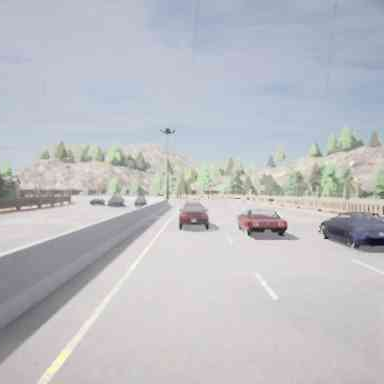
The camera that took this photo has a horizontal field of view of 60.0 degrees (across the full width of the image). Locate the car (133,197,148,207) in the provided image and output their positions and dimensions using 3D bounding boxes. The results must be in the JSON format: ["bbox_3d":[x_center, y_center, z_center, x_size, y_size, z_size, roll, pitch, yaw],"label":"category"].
[{"bbox_3d":[-7.626,1.467,49.789,1.812,1.442,4.674,0,0,-5],"label":"car"}]

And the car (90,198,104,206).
[{"bbox_3d":[-14.946,1.550,52.730,1.895,1.301,4.718,0,0,-7],"label":"car"}]

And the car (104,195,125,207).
[{"bbox_3d":[-11.086,1.293,48.934,2.097,1.767,4.553,0,0,-5],"label":"car"}]

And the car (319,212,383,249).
[{"bbox_3d":[7.100,1.526,14.315,1.994,1.385,4.181,0,0,0],"label":"car"}]

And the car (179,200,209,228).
[{"bbox_3d":[0.114,1.476,21.388,1.812,1.442,4.674,0,0,0],"label":"car"}]

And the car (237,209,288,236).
[{"bbox_3d":[3.599,1.556,17.923,1.895,1.301,4.718,0,0,0],"label":"car"}]
